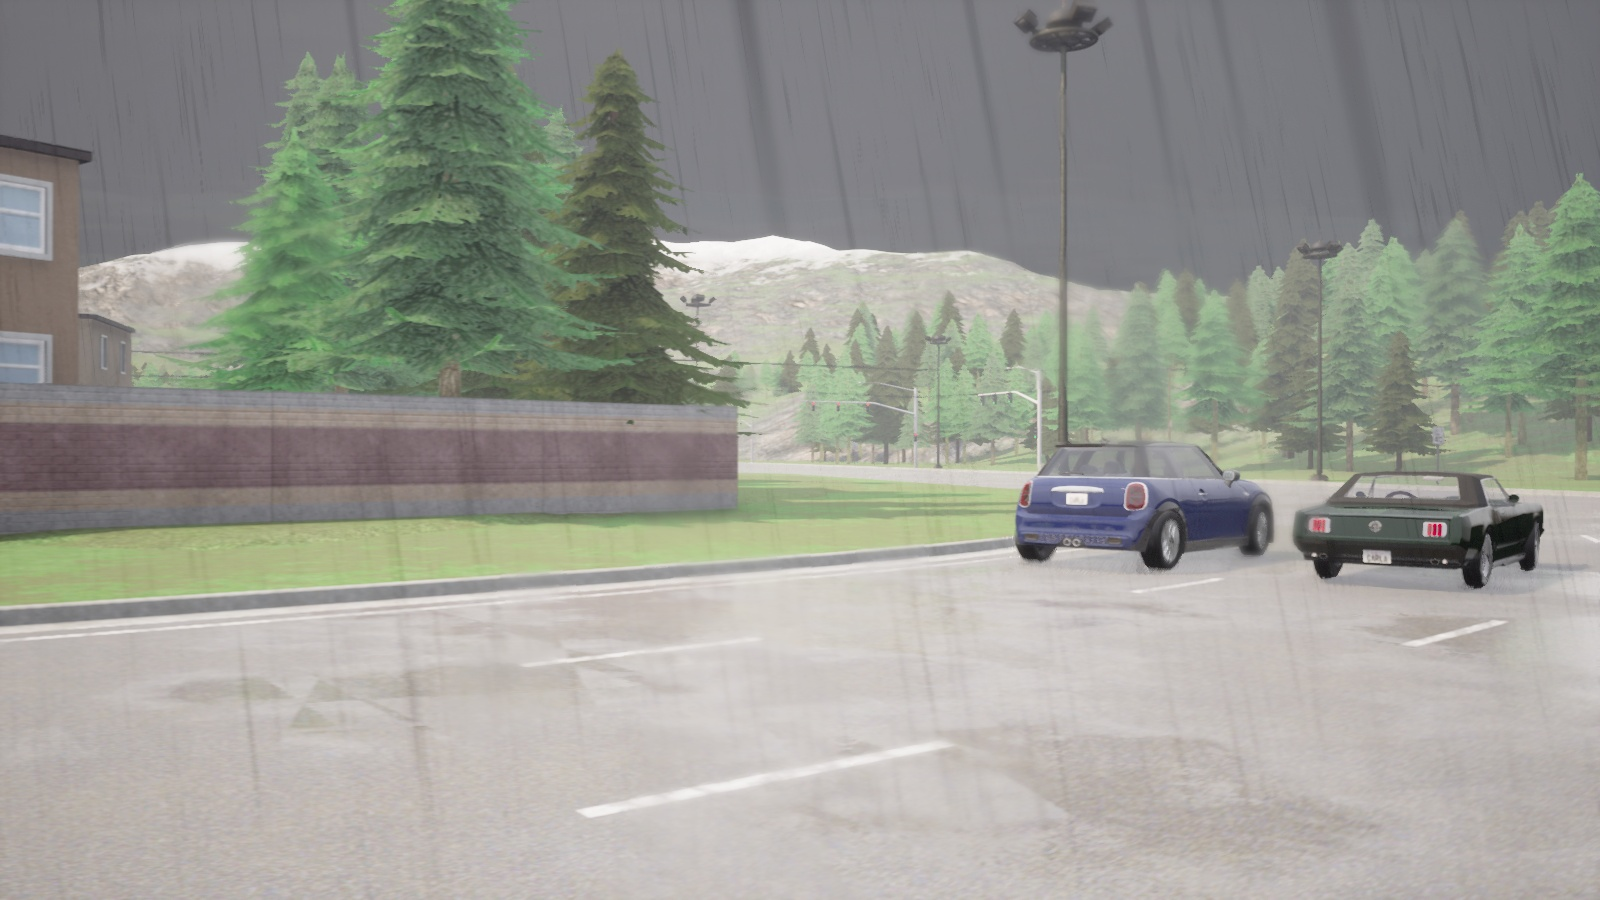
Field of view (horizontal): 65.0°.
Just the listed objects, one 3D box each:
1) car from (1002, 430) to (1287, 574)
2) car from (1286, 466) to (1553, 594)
[{"bbox_3d":[4.981,0.639,17.738,2.097,1.767,4.553,0,0,41],"label":"car"},{"bbox_3d":[7.833,0.869,15.625,1.895,1.301,4.718,0,0,40],"label":"car"}]
